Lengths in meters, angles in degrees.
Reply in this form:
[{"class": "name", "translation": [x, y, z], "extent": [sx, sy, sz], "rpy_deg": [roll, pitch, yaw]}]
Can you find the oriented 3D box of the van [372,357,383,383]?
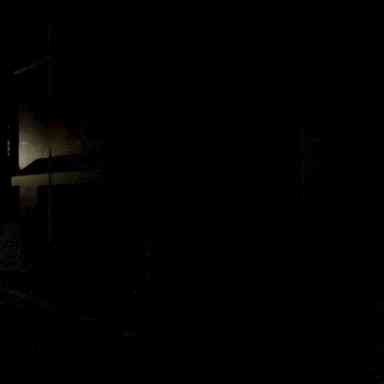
[{"class": "van", "translation": [2.715, 1.350, 0.986], "extent": [3.998, 1.788, 1.690], "rpy_deg": [0, -1, 36]}]
